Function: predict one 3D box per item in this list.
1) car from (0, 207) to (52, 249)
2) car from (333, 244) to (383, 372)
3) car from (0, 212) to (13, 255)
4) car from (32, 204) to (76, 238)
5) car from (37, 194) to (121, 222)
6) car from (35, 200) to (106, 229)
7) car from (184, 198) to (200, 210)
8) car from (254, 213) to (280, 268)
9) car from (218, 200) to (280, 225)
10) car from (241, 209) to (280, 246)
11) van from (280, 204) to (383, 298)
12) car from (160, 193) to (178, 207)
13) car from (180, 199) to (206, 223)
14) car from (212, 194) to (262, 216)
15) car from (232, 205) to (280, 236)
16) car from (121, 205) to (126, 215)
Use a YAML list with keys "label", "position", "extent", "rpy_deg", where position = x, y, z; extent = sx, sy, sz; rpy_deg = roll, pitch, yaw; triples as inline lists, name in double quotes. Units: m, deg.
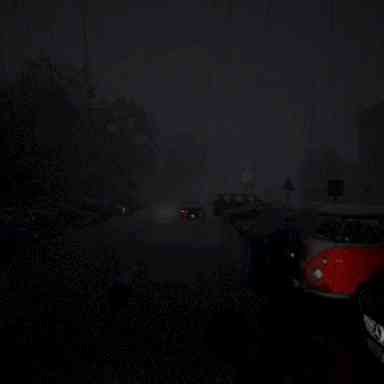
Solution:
- label: "car"
  position: [-8.173, 1.456, 12.167]
  extent: [5.008, 1.535, 2.097]
  rpy_deg: [0, 0, 0]
- label: "car"
  position: [4.409, 1.512, 3.793]
  extent: [4.674, 1.452, 2.002]
  rpy_deg: [0, 0, 0]
- label: "car"
  position: [-8.168, 1.461, 9.344]
  extent: [5.008, 1.535, 2.097]
  rpy_deg: [0, 0, 0]
- label: "car"
  position: [-8.180, 1.451, 14.991]
  extent: [4.892, 1.521, 2.231]
  rpy_deg: [0, 0, 0]
- label: "car"
  position: [-8.176, 1.177, 23.337]
  extent: [5.566, 2.045, 2.435]
  rpy_deg: [0, 0, 0]
- label: "car"
  position: [-8.205, 1.438, 20.638]
  extent: [4.892, 1.521, 2.231]
  rpy_deg: [0, 0, 0]
- label: "car"
  position: [0.017, 1.468, 41.678]
  extent: [1.895, 1.301, 4.718]
  rpy_deg: [0, 0, 0]
- label: "car"
  position: [4.425, 1.491, 9.444]
  extent: [4.792, 1.488, 2.163]
  rpy_deg: [0, 0, 0]
- label: "car"
  position: [4.380, 1.436, 20.747]
  extent: [5.008, 1.535, 2.097]
  rpy_deg: [0, 0, 0]
- label: "car"
  position: [4.388, 1.496, 12.270]
  extent: [4.674, 1.452, 2.002]
  rpy_deg: [0, 0, 0]
- label: "van"
  position: [4.284, 1.241, 6.618]
  extent: [4.442, 1.987, 1.878]
  rpy_deg: [0, 0, 0]
- label: "car"
  position: [-3.342, 1.336, 46.455]
  extent: [2.128, 1.511, 4.902]
  rpy_deg: [0, 0, 0]
- label: "car"
  position: [0.052, 1.469, 25.077]
  extent: [1.812, 1.442, 4.674]
  rpy_deg: [0, 0, 0]
- label: "car"
  position: [4.392, 1.167, 26.398]
  extent: [5.566, 2.045, 2.435]
  rpy_deg: [0, 0, 0]
- label: "car"
  position: [4.388, 1.490, 15.096]
  extent: [4.674, 1.452, 2.002]
  rpy_deg: [0, 0, 0]
- label: "car"
  position: [-8.152, 1.275, 29.118]
  extent: [4.553, 1.767, 2.185]
  rpy_deg: [0, -1, 0]
